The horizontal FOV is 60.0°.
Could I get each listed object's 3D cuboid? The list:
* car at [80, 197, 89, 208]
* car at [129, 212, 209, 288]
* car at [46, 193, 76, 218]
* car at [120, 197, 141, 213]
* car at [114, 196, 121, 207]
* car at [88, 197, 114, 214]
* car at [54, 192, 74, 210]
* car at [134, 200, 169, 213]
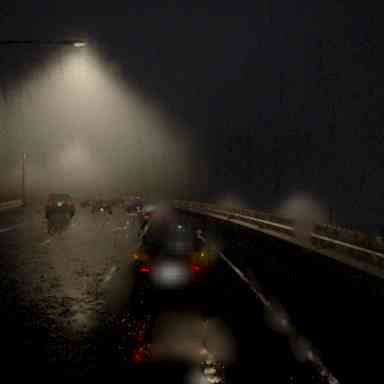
[{"bbox_3d":[-14.175,1.427,45.870,1.994,1.385,4.181,0,0,-25],"label":"car"},{"bbox_3d":[-0.649,1.497,9.115,1.812,1.442,4.674,0,0,-5],"label":"car"},{"bbox_3d":[-11.380,1.129,28.903,2.150,2.045,5.566,0,-1,-19],"label":"car"},{"bbox_3d":[-6.112,1.418,35.245,1.812,1.442,4.674,0,0,-19],"label":"car"},{"bbox_3d":[-10.519,1.364,46.285,1.837,1.490,4.892,0,0,-25],"label":"car"},{"bbox_3d":[-9.189,1.404,33.452,1.837,1.490,4.892,0,0,-18],"label":"car"},{"bbox_3d":[-16.567,1.096,42.846,2.150,2.045,5.566,0,0,-24],"label":"car"},{"bbox_3d":[-2.464,1.480,21.731,2.033,1.411,5.357,0,0,-12],"label":"car"}]
